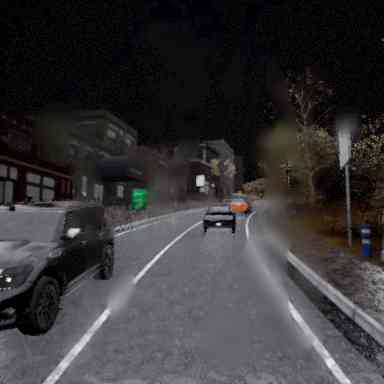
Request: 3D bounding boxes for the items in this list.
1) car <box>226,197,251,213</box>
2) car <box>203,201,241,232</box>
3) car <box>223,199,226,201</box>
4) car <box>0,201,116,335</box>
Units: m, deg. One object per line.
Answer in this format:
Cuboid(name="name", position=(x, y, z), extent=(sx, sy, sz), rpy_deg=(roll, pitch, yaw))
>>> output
Cuboid(name="car", position=(5.525, 1.393, 37.750), extent=(2.097, 1.767, 4.553), rpy_deg=(-1, 0, 15))
Cuboid(name="car", position=(1.774, 1.530, 20.359), extent=(2.128, 1.511, 4.902), rpy_deg=(-1, 0, 8))
Cuboid(name="car", position=(5.381, 1.701, 49.294), extent=(1.994, 1.385, 4.181), rpy_deg=(-2, -1, 21))
Cuboid(name="car", position=(-3.293, 1.245, 7.155), extent=(2.150, 2.045, 5.566), rpy_deg=(0, 0, 3))
